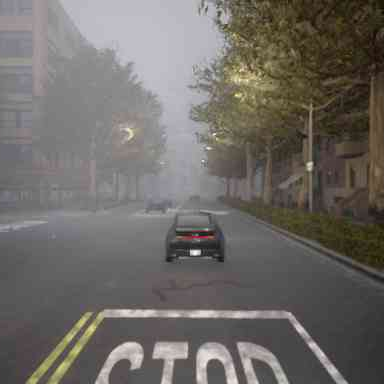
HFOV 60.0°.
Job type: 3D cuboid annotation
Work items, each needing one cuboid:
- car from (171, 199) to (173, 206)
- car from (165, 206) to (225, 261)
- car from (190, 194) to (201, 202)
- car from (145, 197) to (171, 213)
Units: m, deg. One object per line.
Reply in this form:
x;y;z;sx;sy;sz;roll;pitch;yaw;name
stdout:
-3.590;1.376;44.267;1.895;1.301;4.718;0;0;0;car
0.095;1.445;11.918;1.837;1.490;4.892;0;1;0;car
0.653;1.186;67.068;1.812;1.442;4.674;0;0;9;car
-3.616;1.303;34.448;1.882;1.535;5.008;0;0;1;car
